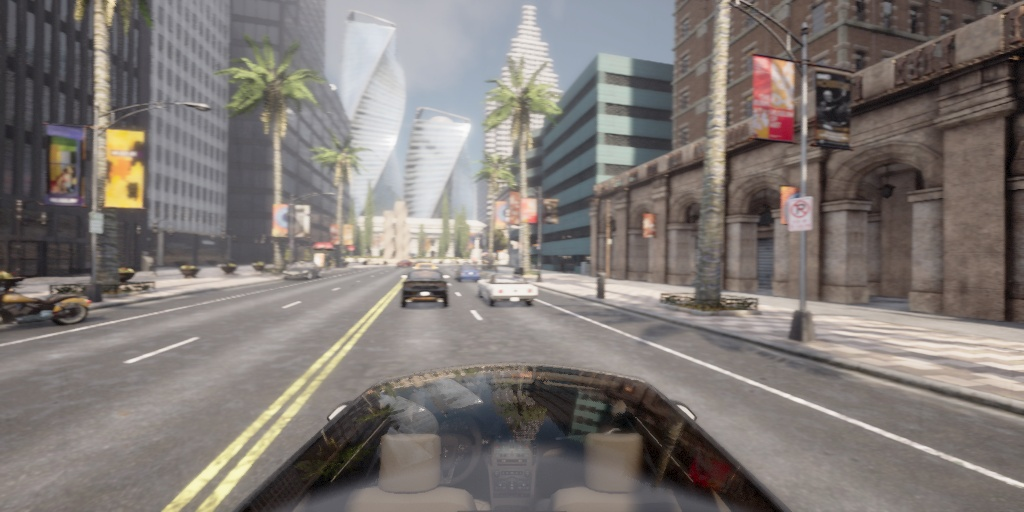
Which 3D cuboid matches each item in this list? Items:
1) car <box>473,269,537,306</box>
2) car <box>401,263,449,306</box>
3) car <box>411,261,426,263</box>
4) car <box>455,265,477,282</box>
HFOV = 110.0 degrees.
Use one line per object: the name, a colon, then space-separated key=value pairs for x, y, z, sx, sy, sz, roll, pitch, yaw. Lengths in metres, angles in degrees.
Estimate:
car: x=-0.396 y=1.454 z=16.526 sx=1.895 sy=1.301 sz=4.718 roll=1 pitch=0 yaw=-13
car: x=-3.879 y=1.283 z=16.073 sx=1.882 sy=1.535 sz=5.008 roll=1 pitch=0 yaw=-13
car: x=-7.384 y=1.344 z=30.674 sx=1.882 sy=1.535 sz=5.008 roll=1 pitch=0 yaw=-13
car: x=-3.870 y=1.462 z=30.998 sx=2.033 sy=1.411 sz=5.357 roll=1 pitch=0 yaw=-13
